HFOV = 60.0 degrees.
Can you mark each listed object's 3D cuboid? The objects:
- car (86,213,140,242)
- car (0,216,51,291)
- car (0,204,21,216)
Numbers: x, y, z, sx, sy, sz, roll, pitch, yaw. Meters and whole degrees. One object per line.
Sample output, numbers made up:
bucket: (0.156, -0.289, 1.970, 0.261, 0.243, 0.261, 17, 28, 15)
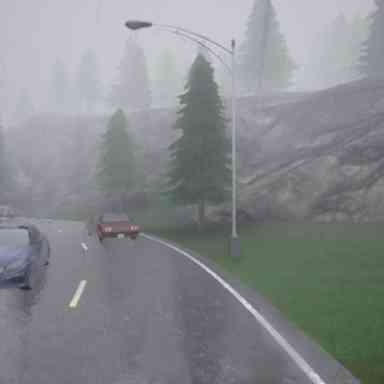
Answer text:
car: (-4.311, 1.766, 17.512, 1.895, 1.301, 4.718, 0, -1, -27)
car: (-5.068, 1.623, 9.124, 1.812, 1.442, 4.674, 0, -1, -16)
car: (-18.756, 1.885, 31.682, 5.357, 1.411, 2.033, 0, -1, 27)
